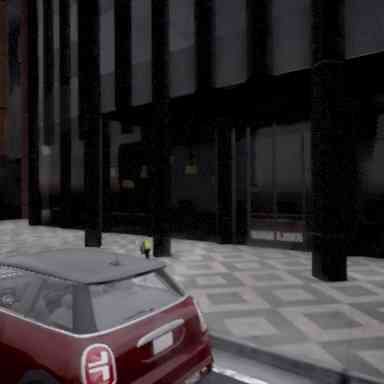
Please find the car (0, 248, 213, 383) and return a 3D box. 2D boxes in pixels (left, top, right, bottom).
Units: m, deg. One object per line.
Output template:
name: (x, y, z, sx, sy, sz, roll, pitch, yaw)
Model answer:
car: (-1.854, 1.467, 4.287, 4.097, 1.590, 1.967, 0, 0, 35)
